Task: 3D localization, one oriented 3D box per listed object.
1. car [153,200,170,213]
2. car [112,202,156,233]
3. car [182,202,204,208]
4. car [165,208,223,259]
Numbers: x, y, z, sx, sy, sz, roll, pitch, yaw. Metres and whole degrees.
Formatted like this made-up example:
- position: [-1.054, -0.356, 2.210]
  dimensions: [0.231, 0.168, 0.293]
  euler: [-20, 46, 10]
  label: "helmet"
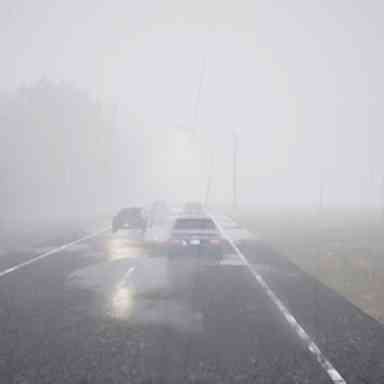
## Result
- position: [-3.404, 1.543, 35.369]
  dimensions: [1.812, 1.442, 4.674]
  euler: [0, 0, 0]
  label: "car"
- position: [-3.404, 1.538, 19.505]
  dimensions: [1.812, 1.442, 4.674]
  euler: [0, 0, 0]
  label: "car"
- position: [0.095, 1.564, 29.106]
  dimensions: [2.033, 1.411, 5.357]
  euler: [0, 0, 0]
  label: "car"
- position: [0.097, 1.556, 12.532]
  dimensions: [2.033, 1.411, 5.357]
  euler: [0, 0, 0]
  label: "car"
